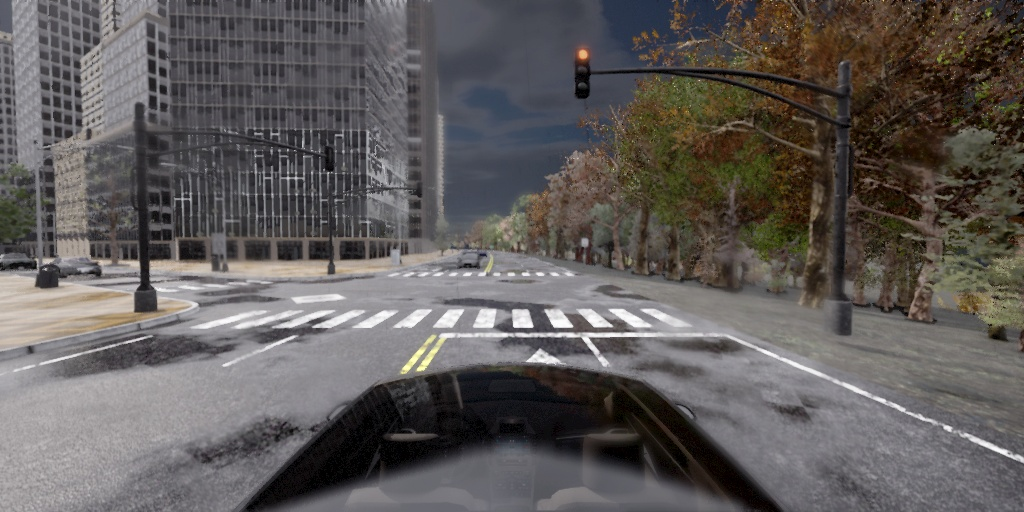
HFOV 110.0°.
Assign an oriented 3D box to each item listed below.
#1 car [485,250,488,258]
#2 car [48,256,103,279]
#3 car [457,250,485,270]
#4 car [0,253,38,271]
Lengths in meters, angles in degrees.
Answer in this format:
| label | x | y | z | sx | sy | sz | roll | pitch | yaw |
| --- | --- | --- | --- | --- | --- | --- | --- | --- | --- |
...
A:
| label | x | y | z | sx | sy | sz | roll | pitch | yaw |
| --- | --- | --- | --- | --- | --- | --- | --- | --- | --- |
| car | -5.032 | -0.347 | 60.171 | 1.895 | 1.301 | 4.718 | 0 | 2 | -4 |
| car | -31.185 | 0.783 | 25.570 | 4.902 | 1.511 | 2.128 | 0 | 2 | 29 |
| car | -3.720 | 0.427 | 31.977 | 1.837 | 1.490 | 4.892 | 0 | 4 | -2 |
| car | -48.253 | 0.522 | 34.899 | 4.553 | 1.767 | 2.097 | 0 | 2 | 29 |
